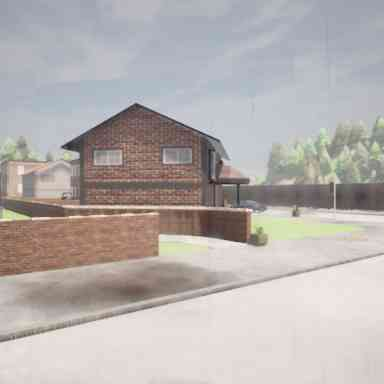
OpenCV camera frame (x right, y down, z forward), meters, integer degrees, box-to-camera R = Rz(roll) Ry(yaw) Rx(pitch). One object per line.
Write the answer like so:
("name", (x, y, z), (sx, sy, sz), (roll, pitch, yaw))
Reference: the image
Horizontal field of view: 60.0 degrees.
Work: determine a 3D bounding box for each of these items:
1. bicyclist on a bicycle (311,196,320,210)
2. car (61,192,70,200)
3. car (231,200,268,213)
("bicyclist on a bicycle", (14.683, 1.345, 39.508), (1.656, 1.620, 0.582), (0, 0, -36))
("car", (-14.084, 0.972, 38.794), (1.905, 1.878, 3.866), (0, 0, -35))
("car", (6.298, 1.561, 36.802), (1.994, 1.385, 4.181), (0, 0, -35))
